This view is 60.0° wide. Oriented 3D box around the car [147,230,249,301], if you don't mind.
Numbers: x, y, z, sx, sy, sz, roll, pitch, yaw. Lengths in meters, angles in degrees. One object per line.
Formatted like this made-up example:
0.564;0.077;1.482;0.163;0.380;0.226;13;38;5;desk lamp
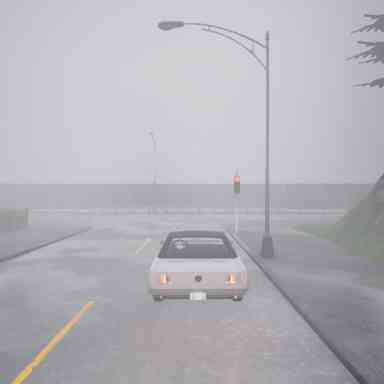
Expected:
0.118;1.601;8.256;1.895;1.301;4.718;0;0;0;car
